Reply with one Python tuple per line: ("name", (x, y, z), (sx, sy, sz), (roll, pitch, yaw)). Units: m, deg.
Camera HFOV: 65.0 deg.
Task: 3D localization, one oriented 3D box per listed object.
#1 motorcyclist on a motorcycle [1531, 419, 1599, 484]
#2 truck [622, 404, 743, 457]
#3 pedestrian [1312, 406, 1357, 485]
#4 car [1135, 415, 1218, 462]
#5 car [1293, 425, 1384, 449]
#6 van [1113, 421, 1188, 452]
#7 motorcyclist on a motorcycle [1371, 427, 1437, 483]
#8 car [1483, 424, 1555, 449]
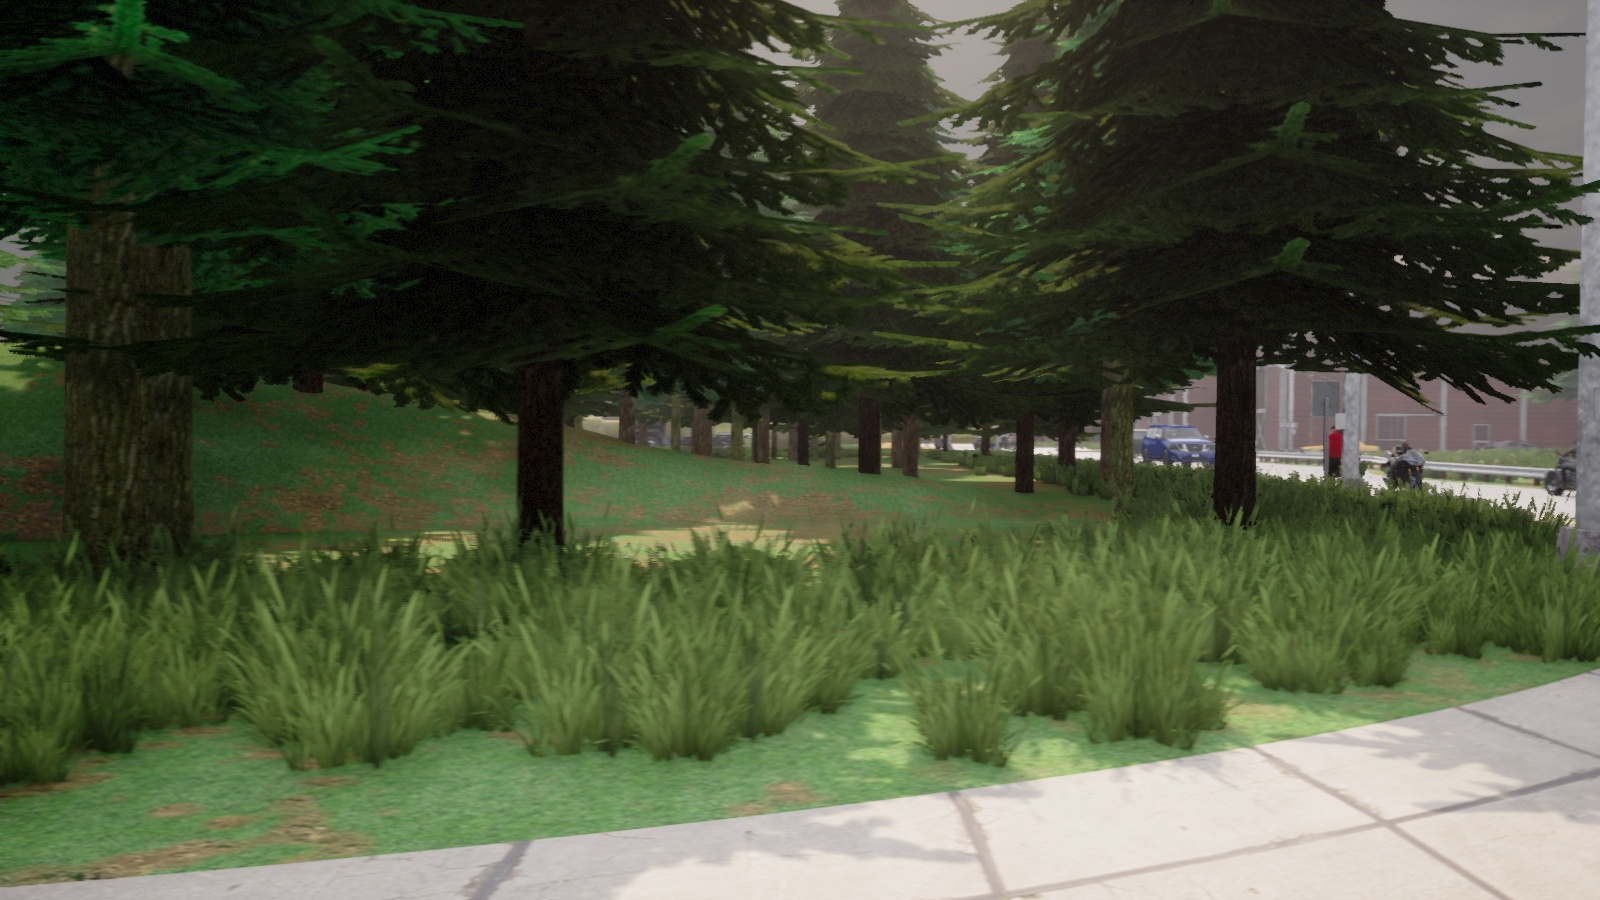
("motorcyclist on a motorcycle", (20.445, 0.031, 33.332), (0.766, 1.649, 2.350), (-1, 1, 2))
("truck", (-7.967, -1.314, 85.856), (7.936, 3.462, 2.891), (-1, 1, 1))
("pedestrian", (12.694, -0.118, 29.836), (0.634, 1.844, 0.899), (-1, 1, -3))
("car", (17.351, -0.526, 58.122), (2.150, 2.045, 5.566), (-1, 1, 0))
("car", (36.473, -0.890, 85.168), (5.366, 1.575, 1.801), (0, 1, 1))
("van", (23.147, -0.902, 82.983), (4.442, 1.987, 1.775), (0, 1, 29))
("motorcyclist on a motorcycle", (17.021, 0.124, 35.426), (0.866, 1.530, 2.191), (-1, 1, 2))
("car", (46.652, -0.879, 81.508), (3.633, 1.501, 1.845), (-1, 1, 1))
